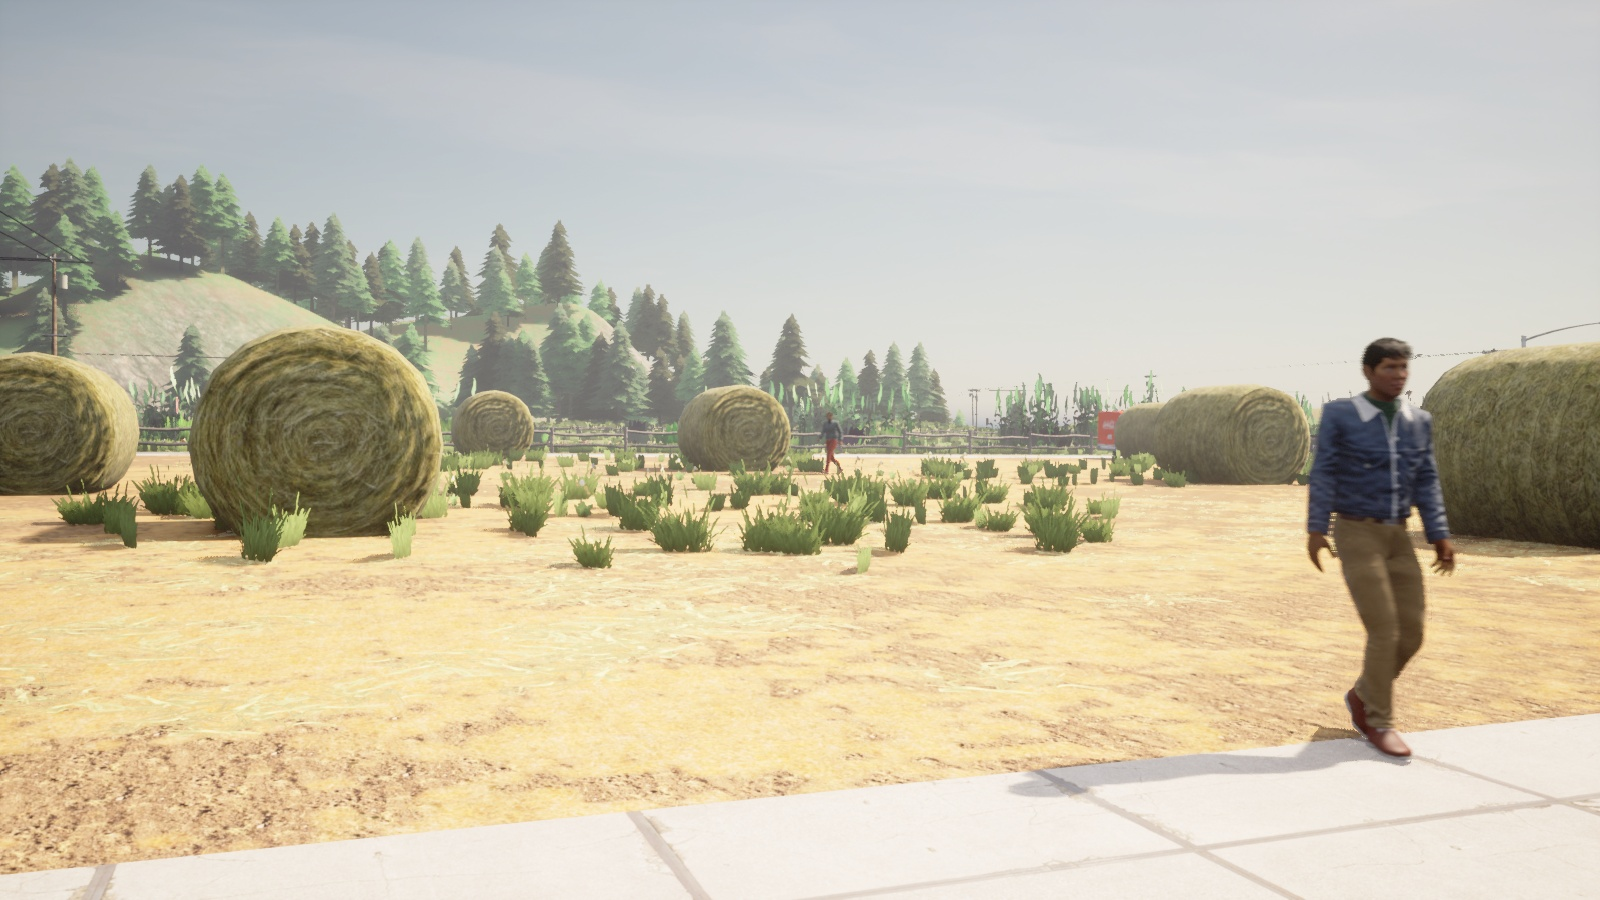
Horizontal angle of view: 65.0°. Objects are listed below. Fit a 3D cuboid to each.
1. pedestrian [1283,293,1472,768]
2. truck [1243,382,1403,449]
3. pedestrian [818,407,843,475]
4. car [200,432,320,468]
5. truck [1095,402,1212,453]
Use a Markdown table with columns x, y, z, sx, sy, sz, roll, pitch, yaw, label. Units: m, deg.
| x | y | z | sx | sy | sz | roll | pitch | yaw | label |
| --- | --- | --- | --- | --- | --- | --- | --- | --- | --- |
| 2.530 | 0.323 | 5.561 | 0.423 | 1.949 | 0.788 | -1 | 1 | -5 | pedestrian |
| 28.180 | -1.856 | 67.656 | 7.936 | 3.462 | 2.891 | -1 | 1 | -17 | truck |
| 0.855 | -0.255 | 34.916 | 0.353 | 1.847 | 0.614 | 0 | 2 | 42 | pedestrian |
| -23.769 | -0.025 | 55.474 | 4.674 | 1.442 | 1.812 | -1 | 1 | -17 | car |
| 18.153 | -1.183 | 64.597 | 5.204 | 2.467 | 2.627 | -1 | 1 | -17 | truck |
